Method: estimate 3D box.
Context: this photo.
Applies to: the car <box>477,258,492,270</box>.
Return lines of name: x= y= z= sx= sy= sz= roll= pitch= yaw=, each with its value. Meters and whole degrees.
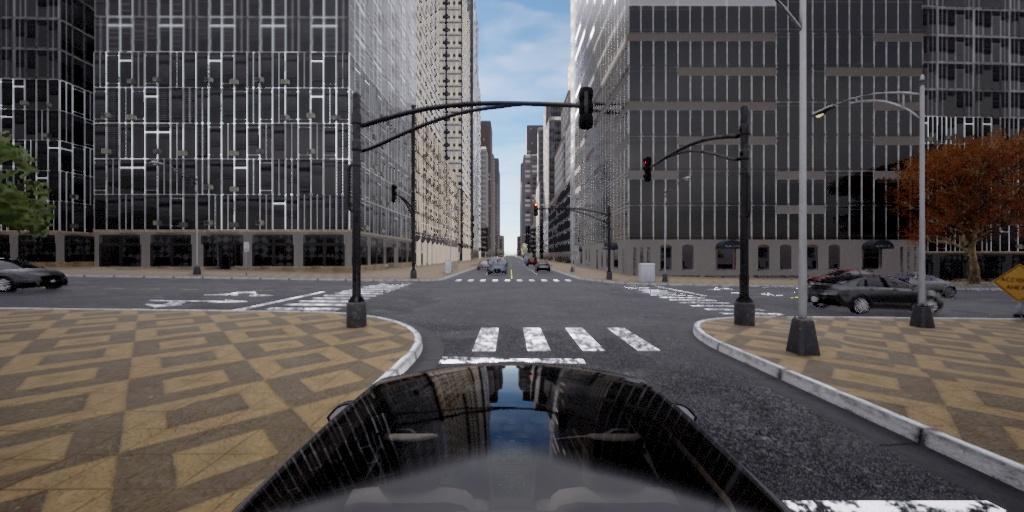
car: x=-4.053 y=1.333 z=51.484 sx=1.802 sy=1.307 sz=4.207 roll=0 pitch=0 yaw=0

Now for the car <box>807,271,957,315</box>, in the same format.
car: x=14.787 y=1.546 z=14.783 sx=4.892 sy=1.490 sz=1.837 roll=1 pitch=0 yaw=-3

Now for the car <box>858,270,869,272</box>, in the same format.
car: x=24.360 y=1.773 z=21.992 sx=4.181 sy=1.385 sz=1.994 roll=1 pitch=0 yaw=-3

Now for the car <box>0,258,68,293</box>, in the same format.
car: x=-23.430 y=0.846 z=16.299 sx=4.892 sy=1.490 sz=1.837 roll=1 pitch=0 yaw=-3

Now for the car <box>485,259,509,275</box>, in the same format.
car: x=-1.521 y=1.323 z=38.464 sx=1.994 sy=1.385 sz=4.181 roll=0 pitch=0 yaw=0

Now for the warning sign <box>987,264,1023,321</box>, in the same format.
warning sign: x=17.269 y=1.202 z=12.200 sx=1.060 sy=1.860 sz=1.300 roll=0 pitch=0 yaw=-3

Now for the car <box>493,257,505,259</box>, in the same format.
car: x=-1.590 y=1.253 z=55.348 sx=1.837 sy=1.490 sz=4.892 roll=0 pitch=0 yaw=0

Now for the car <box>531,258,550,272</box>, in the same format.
car: x=3.903 y=1.320 z=45.995 sx=1.948 sy=1.339 sz=4.313 roll=0 pitch=0 yaw=0

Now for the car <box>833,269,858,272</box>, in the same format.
car: x=23.457 y=1.669 z=25.204 sx=5.008 sy=1.535 sz=1.882 roll=1 pitch=0 yaw=-3
